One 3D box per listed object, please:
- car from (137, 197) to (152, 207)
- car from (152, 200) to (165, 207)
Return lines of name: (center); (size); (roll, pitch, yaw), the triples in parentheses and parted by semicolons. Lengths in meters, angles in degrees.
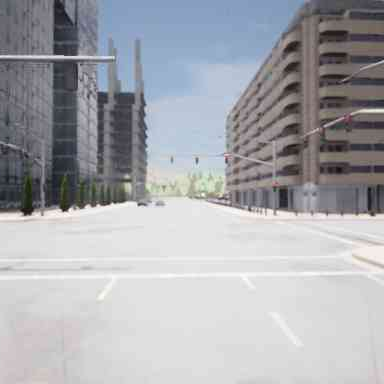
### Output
car: (-9.859, 2.223, 66.638); (2.033, 1.411, 5.357); (0, -1, -3)
car: (-6.346, 2.221, 66.277); (2.033, 1.411, 5.357); (0, -1, -2)
